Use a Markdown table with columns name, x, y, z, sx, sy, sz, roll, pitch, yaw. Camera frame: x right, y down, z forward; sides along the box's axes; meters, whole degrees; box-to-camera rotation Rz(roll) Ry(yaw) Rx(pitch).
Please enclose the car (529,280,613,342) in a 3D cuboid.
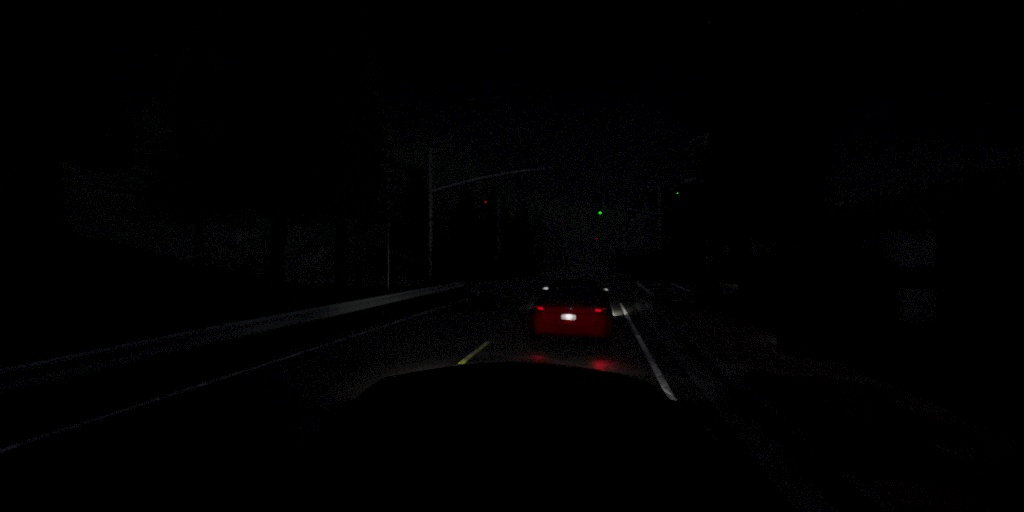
| name | x | y | z | sx | sy | sz | roll | pitch | yaw |
| --- | --- | --- | --- | --- | --- | --- | --- | --- | --- |
| car | 1.740 | 1.352 | 10.030 | 1.994 | 1.385 | 4.181 | 0 | 0 | 13 |
